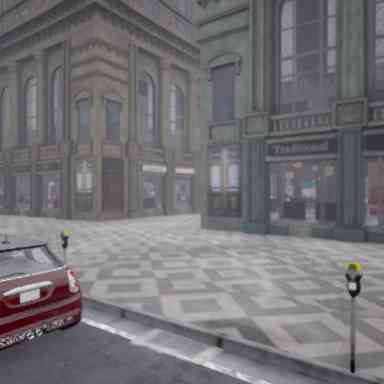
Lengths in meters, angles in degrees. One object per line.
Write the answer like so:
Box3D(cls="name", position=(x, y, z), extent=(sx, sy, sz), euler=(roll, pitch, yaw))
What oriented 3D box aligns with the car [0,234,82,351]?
Box3D(cls="car", position=(-3.780, 1.438, 5.654), extent=(4.097, 1.590, 1.967), euler=(0, 0, 35))
